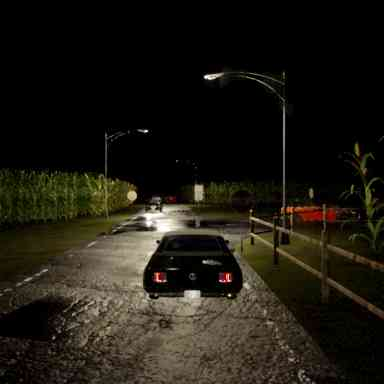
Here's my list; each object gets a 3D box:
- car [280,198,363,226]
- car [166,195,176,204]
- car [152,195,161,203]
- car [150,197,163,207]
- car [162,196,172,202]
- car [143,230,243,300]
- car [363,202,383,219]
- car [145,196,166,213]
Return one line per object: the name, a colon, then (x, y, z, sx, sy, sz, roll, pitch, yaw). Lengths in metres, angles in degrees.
car: (8.132, 1.208, 21.601, 4.553, 1.767, 2.097, -1, 0, 9)
car: (-4.457, 1.422, 68.251, 2.097, 1.767, 4.553, 0, 0, -8)
car: (-7.451, 1.501, 69.463, 1.882, 1.535, 5.008, 0, 0, -7)
car: (-5.831, 1.595, 55.176, 2.033, 1.411, 5.357, 0, 0, -6)
car: (-5.951, 1.645, 78.385, 1.994, 1.385, 4.181, 0, 0, -9)
car: (0.019, 1.601, 8.368, 1.895, 1.301, 4.718, 0, 0, 0)
car: (13.123, 1.370, 24.203, 4.718, 1.301, 1.895, -1, 0, 3)
car: (-4.328, 1.513, 38.150, 2.128, 1.511, 4.902, 0, 0, -4)
